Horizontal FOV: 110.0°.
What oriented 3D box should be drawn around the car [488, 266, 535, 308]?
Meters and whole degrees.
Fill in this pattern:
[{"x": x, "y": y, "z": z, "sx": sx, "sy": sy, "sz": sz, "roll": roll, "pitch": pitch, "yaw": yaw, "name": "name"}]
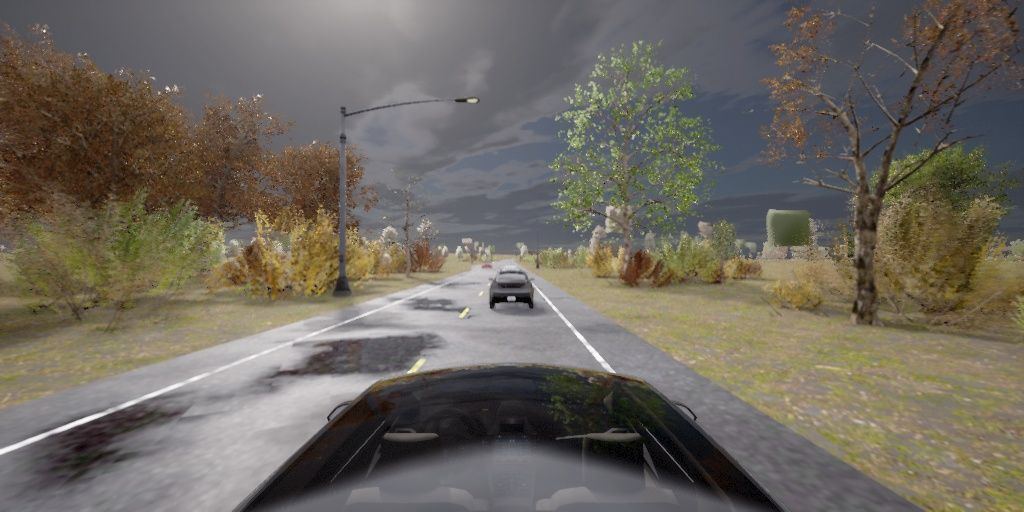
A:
[{"x": -0.019, "y": 1.394, "z": 16.146, "sx": 1.837, "sy": 1.490, "sz": 4.892, "roll": 0, "pitch": 0, "yaw": 0, "name": "car"}]
